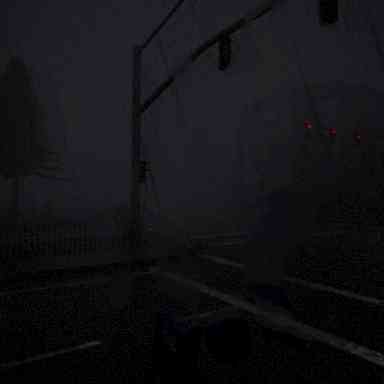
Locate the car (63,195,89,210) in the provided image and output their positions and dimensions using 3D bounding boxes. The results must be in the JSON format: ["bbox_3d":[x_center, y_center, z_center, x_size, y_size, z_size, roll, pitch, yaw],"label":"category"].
[{"bbox_3d":[-15.276,1.451,43.529,2.150,2.045,5.566,1,0,-34],"label":"car"}]

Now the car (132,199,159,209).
[{"bbox_3d":[-7.054,1.794,50.189,2.033,1.411,5.357,1,0,-33],"label":"car"}]

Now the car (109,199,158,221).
[{"bbox_3d":[-5.062,1.620,28.250,2.128,1.511,4.902,1,0,-34],"label":"car"}]

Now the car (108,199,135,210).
[{"bbox_3d":[-10.457,1.756,48.927,2.033,1.411,5.357,1,0,-34],"label":"car"}]
